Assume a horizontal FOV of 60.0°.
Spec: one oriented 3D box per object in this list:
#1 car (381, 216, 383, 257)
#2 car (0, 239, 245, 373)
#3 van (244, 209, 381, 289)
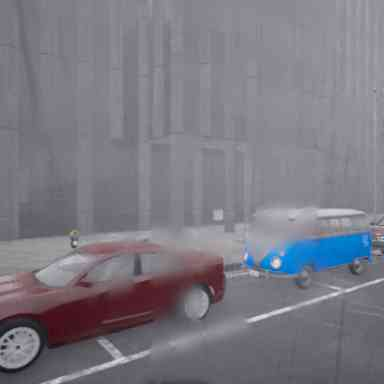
[{"bbox_3d":[7.734,1.470,12.170,4.097,1.590,1.967,0,0,-36],"label":"car"},{"bbox_3d":[-1.443,1.549,5.621,4.507,1.381,1.887,0,0,-36],"label":"car"},{"bbox_3d":[3.146,1.358,8.896,3.998,1.788,1.690,0,0,-36],"label":"van"}]
